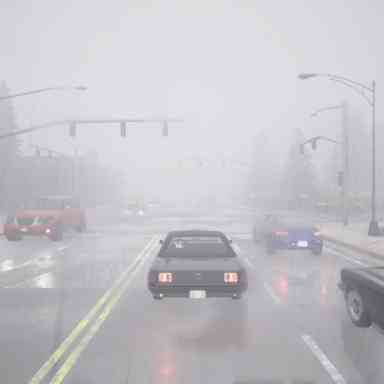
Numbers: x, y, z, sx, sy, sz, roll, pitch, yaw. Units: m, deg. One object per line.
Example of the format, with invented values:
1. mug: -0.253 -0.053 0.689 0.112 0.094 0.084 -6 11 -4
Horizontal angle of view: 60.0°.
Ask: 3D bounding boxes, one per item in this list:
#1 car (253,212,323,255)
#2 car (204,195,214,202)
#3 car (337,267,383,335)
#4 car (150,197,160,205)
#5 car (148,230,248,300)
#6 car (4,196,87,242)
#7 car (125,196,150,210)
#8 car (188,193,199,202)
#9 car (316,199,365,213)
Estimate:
1. car: 3.633 1.526 13.153 1.812 1.442 4.674 0 0 0
2. car: 3.810 1.355 75.038 2.097 1.767 4.553 0 0 0
3. car: 3.612 1.601 4.050 1.895 1.301 4.718 0 0 0
4. car: -6.832 1.563 60.139 1.994 1.385 4.181 0 0 1
5. car: 0.097 1.601 8.361 1.895 1.301 4.718 0 0 0
6. car: -7.035 1.221 16.715 2.150 2.045 5.566 0 0 0
7. car: -6.932 1.351 41.627 2.097 1.767 4.553 0 0 0
8. car: 0.306 1.225 74.932 2.150 2.045 5.566 0 0 0
9. car: 16.069 1.478 36.137 5.008 1.535 1.882 0 0 0
